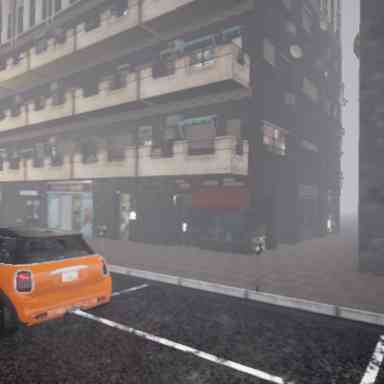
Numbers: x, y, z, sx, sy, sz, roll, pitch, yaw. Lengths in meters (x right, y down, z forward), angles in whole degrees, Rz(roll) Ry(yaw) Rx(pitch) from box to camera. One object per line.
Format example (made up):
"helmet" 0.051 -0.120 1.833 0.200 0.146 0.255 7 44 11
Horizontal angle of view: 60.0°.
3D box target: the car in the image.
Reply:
"car" -3.858 1.532 7.144 4.553 1.767 2.097 -1 -2 36
